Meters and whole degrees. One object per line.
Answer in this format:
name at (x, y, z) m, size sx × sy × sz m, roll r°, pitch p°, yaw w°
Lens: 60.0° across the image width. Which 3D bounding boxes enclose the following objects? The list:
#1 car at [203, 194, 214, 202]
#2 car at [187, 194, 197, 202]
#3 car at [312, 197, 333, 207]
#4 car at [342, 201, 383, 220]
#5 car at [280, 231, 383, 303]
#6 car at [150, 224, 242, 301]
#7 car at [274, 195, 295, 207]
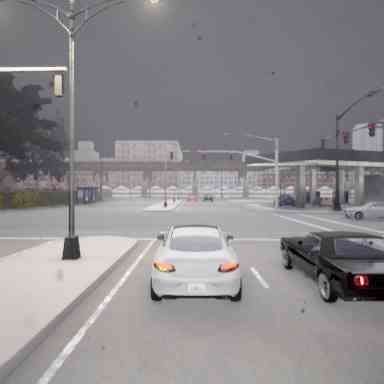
car at (3.528, 1.214, 72.331) m, size 2.097 × 1.767 × 4.553 m, roll 0°, pitch 0°, yaw 0°
car at (0.028, 1.207, 72.332) m, size 2.097 × 1.767 × 4.553 m, roll 0°, pitch 0°, yaw 0°
car at (18.975, 1.405, 48.443) m, size 1.970 × 1.475 × 3.806 m, roll 0°, pitch 0°, yaw 0°
car at (14.899, 1.507, 27.498) m, size 4.674 × 1.442 × 1.812 m, roll 0°, pitch 0°, yaw -1°
car at (3.591, 1.594, 8.128) m, size 1.895 × 1.301 × 4.718 m, roll 0°, pitch 0°, yaw 0°
car at (0.085, 1.512, 8.145) m, size 1.812 × 1.442 × 4.674 m, roll 0°, pitch 0°, yaw 0°
car at (13.230, 1.234, 47.682) m, size 2.242 × 1.667 × 4.611 m, roll 0°, pitch 0°, yaw 0°
